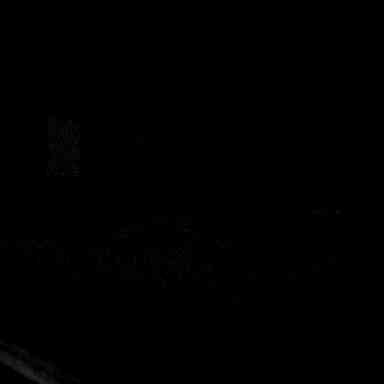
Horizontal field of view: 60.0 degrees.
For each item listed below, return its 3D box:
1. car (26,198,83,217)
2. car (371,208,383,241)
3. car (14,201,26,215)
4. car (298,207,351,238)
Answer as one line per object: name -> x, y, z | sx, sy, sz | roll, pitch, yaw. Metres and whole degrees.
car -> -12.764, 1.343, 31.706 | 2.185, 1.767, 4.553 | 0, 0, 35
car -> 9.686, 1.453, 15.630 | 2.231, 1.521, 4.892 | 0, 0, 36
car -> -15.386, 1.512, 33.489 | 2.002, 1.452, 4.674 | 0, 0, 35
car -> 7.021, 1.494, 17.536 | 2.002, 1.452, 4.674 | 0, 0, 36
